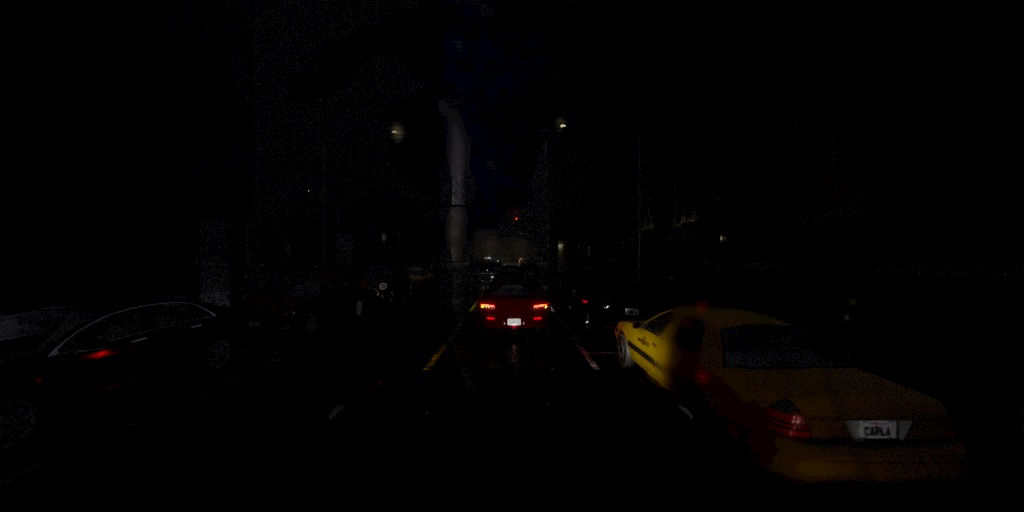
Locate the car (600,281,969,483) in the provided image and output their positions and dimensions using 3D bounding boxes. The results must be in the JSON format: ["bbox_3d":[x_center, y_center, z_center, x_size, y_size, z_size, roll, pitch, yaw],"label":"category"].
[{"bbox_3d":[2.760,1.275,5.015,1.751,1.417,4.829,0,0,0],"label":"car"}]

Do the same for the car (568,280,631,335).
[{"bbox_3d":[2.755,1.316,10.302,1.948,1.339,4.313,0,0,0],"label":"car"}]

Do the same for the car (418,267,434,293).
[{"bbox_3d":[-5.782,1.277,21.034,1.751,1.417,4.829,0,0,0],"label":"car"}]

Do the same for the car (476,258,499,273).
[{"bbox_3d":[-2.988,1.305,44.305,2.033,1.411,5.357,0,0,-2],"label":"car"}]

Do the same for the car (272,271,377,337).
[{"bbox_3d":[-5.771,1.295,10.290,1.888,1.381,4.507,0,0,0],"label":"car"}]

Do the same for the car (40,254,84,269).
[{"bbox_3d":[-42.065,0.569,32.596,4.718,1.301,1.895,1,0,0],"label":"car"}]

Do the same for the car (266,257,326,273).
[{"bbox_3d":[-19.558,0.889,32.645,4.902,1.511,2.128,1,0,0],"label":"car"}]

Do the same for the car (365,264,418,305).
[{"bbox_3d":[-5.776,1.190,15.747,1.967,1.591,4.097,0,0,0],"label":"car"}]

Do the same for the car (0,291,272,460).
[{"bbox_3d":[-5.764,1.300,4.833,2.007,1.370,4.403,0,0,0],"label":"car"}]

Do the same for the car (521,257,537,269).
[{"bbox_3d":[2.708,1.201,53.183,1.967,1.591,4.097,0,0,0],"label":"car"}]

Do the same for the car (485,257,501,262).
[{"bbox_3d":[-3.141,1.290,58.725,1.812,1.442,4.674,0,0,0],"label":"car"}]

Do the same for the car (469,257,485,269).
[{"bbox_3d":[-5.823,1.079,58.612,2.192,1.841,5.009,0,0,0],"label":"car"}]

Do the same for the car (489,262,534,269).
[{"bbox_3d":[0.000,1.256,19.002,1.837,1.490,4.892,0,0,0],"label":"car"}]

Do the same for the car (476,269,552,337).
[{"bbox_3d":[0.061,1.276,10.135,1.812,1.442,4.674,0,0,0],"label":"car"}]
